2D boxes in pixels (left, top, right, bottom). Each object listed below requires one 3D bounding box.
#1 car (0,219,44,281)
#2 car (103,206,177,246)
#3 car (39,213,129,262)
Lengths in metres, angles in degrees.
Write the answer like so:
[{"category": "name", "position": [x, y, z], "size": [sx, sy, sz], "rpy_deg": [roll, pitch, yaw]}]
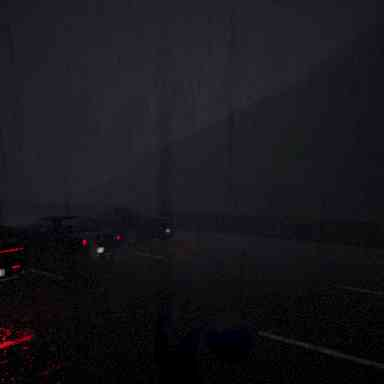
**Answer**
[{"category": "car", "position": [-5.962, 1.401, 8.247], "size": [4.892, 1.490, 1.837], "rpy_deg": [1, 0, 36]}, {"category": "car", "position": [-2.978, 1.359, 14.717], "size": [5.008, 1.535, 1.882], "rpy_deg": [1, 0, 36]}, {"category": "car", "position": [-4.646, 1.487, 11.608], "size": [4.718, 1.301, 1.895], "rpy_deg": [1, 0, 36]}]
